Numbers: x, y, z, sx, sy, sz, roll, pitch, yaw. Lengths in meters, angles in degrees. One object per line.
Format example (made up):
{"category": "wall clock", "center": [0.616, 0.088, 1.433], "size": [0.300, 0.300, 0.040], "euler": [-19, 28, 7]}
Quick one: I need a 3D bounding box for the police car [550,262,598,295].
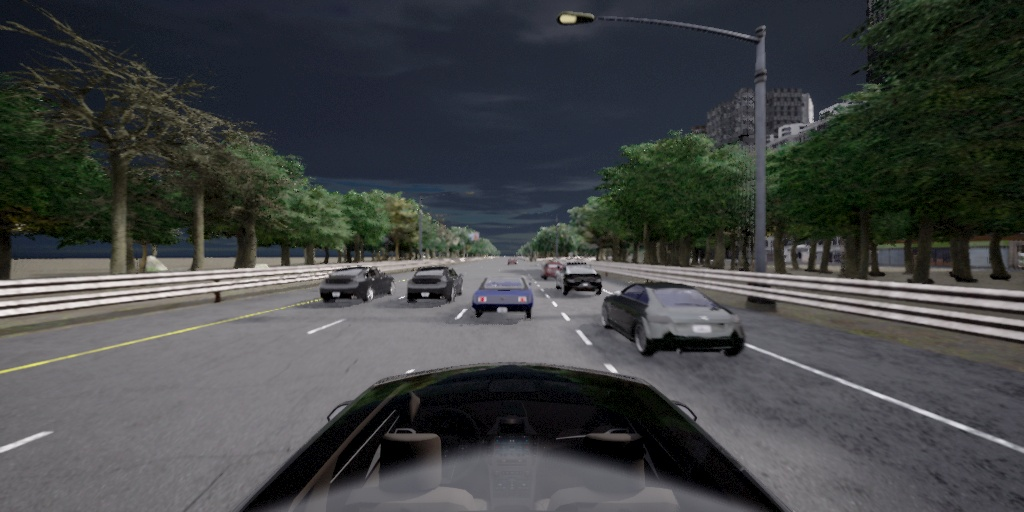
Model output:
{"category": "police car", "center": [3.509, 1.157, 19.727], "size": [1.930, 1.638, 5.238], "euler": [0, 0, 0]}

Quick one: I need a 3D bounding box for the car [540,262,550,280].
{"category": "car", "center": [3.515, 1.246, 30.617], "size": [1.812, 1.442, 4.674], "euler": [0, 0, 0]}

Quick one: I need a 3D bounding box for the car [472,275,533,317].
{"category": "car", "center": [-0.224, 1.340, 13.023], "size": [1.895, 1.301, 4.718], "euler": [0, 0, 2]}

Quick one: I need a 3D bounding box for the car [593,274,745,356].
{"category": "car", "center": [3.503, 1.307, 8.617], "size": [1.994, 1.385, 4.181], "euler": [0, 0, 0]}

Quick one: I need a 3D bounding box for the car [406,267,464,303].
{"category": "car", "center": [-3.394, 1.241, 16.439], "size": [1.837, 1.490, 4.892], "euler": [0, 0, 0]}

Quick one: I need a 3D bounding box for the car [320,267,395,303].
{"category": "car", "center": [-6.895, 1.241, 16.476], "size": [1.837, 1.490, 4.892], "euler": [0, 0, 0]}
